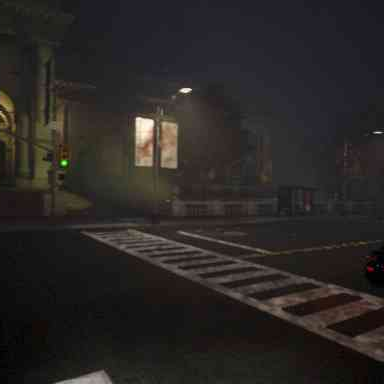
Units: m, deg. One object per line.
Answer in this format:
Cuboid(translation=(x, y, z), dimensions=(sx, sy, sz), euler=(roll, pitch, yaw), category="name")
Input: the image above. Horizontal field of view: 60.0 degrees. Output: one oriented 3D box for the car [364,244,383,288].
Cuboid(translation=(6.108, 1.650, 8.168), dimensions=(4.674, 1.442, 1.812), euler=(1, 0, -33), category="car")
